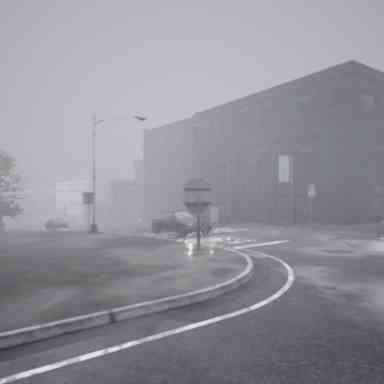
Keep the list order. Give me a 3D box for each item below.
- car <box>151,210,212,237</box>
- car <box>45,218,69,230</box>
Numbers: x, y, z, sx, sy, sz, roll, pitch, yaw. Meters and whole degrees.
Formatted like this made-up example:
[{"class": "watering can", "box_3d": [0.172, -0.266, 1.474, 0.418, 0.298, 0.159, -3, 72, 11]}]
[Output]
[{"class": "car", "box_3d": [-0.767, 1.809, 19.841, 1.812, 1.442, 4.674, 0, -3, -37]}, {"class": "car", "box_3d": [-16.969, 4.000, 41.616, 2.033, 1.411, 5.357, 0, -5, -36]}]
